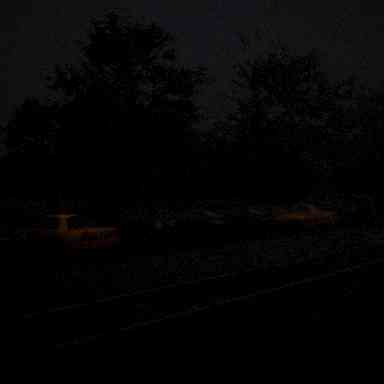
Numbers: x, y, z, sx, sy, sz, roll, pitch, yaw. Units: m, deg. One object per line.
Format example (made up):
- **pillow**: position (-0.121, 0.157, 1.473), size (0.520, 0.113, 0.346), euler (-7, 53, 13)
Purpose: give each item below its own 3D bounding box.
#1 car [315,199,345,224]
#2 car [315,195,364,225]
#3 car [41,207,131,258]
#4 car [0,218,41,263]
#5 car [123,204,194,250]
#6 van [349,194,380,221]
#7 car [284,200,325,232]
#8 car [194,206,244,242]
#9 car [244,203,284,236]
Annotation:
- **car**: position (6.728, 1.429, 21.664), size (5.366, 1.575, 1.946), euler (-1, 0, 32)
- **car**: position (9.245, 1.290, 23.370), size (4.553, 1.767, 2.185), euler (-1, 0, 32)
- **car**: position (-5.096, 1.491, 12.758), size (5.366, 1.575, 1.946), euler (-1, 0, 34)
- **car**: position (-7.362, 1.379, 10.940), size (4.553, 1.767, 2.185), euler (-1, -1, 34)
- **car**: position (-2.531, 1.353, 14.392), size (4.553, 1.767, 2.185), euler (-1, 0, 34)
- **van**: position (11.639, 1.176, 25.168), size (4.442, 1.987, 1.878), euler (-1, -1, 32)
- **car**: position (4.699, 1.435, 19.661), size (5.366, 1.575, 1.946), euler (-1, -1, 33)
- **car**: position (-0.176, 1.506, 16.174), size (4.674, 1.452, 2.002), euler (-1, 0, 33)
- **car**: position (2.188, 1.494, 17.957), size (4.674, 1.452, 2.002), euler (-1, 0, 33)
